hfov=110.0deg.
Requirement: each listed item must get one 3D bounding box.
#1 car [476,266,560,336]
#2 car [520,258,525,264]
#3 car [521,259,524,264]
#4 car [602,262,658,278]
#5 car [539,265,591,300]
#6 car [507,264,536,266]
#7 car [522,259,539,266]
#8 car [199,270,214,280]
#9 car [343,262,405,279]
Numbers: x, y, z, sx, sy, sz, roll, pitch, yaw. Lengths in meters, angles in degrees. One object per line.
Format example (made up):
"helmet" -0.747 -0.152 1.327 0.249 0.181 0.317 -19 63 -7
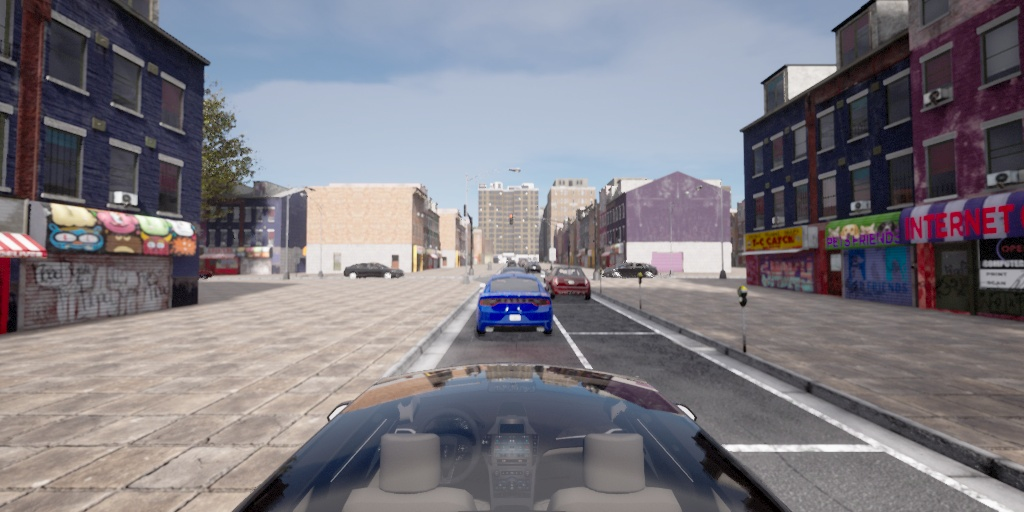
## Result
"car" 0.039 1.234 10.507 1.882 1.535 5.008 0 0 -1
"car" 2.631 1.454 55.749 1.751 1.417 4.829 0 0 0
"car" 2.631 1.457 50.143 1.948 1.339 4.313 0 0 0
"car" 10.769 1.325 32.818 4.892 1.490 1.837 0 -2 0
"car" 2.634 1.208 17.963 1.967 1.591 4.097 0 0 0
"car" 0.098 1.294 18.163 1.812 1.442 4.674 0 0 0
"car" 2.632 1.424 44.707 1.948 1.339 4.313 0 0 0
"car" -28.026 1.504 30.110 4.718 1.301 1.895 -1 -2 0
"car" -11.509 1.272 30.021 4.892 1.490 1.837 0 -2 2
